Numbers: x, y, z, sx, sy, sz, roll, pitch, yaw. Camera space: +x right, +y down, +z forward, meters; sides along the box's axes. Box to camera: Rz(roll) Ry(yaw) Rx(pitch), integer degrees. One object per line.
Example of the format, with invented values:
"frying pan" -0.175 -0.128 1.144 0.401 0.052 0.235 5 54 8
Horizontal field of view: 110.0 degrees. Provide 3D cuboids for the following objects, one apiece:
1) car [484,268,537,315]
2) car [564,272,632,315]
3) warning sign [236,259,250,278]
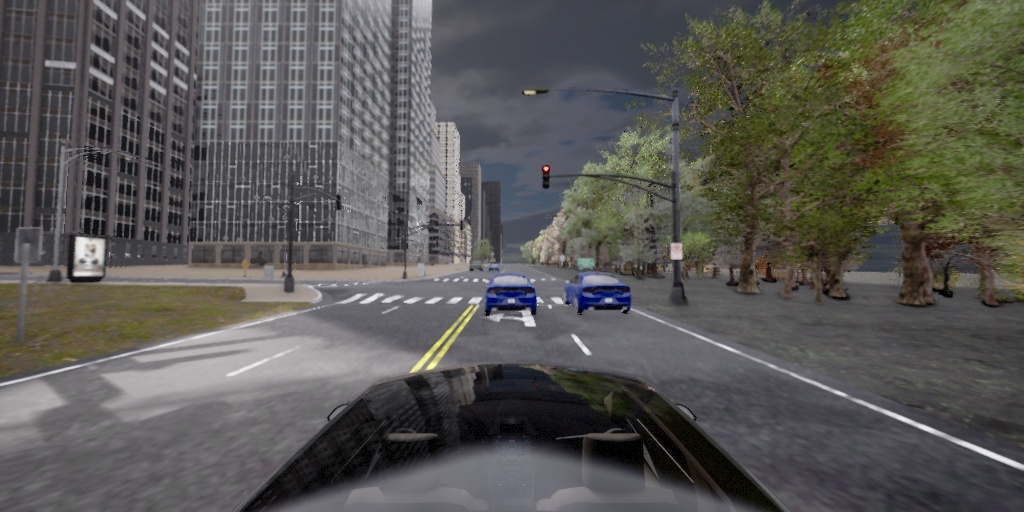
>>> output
"car" -0.098 1.403 14.598 1.882 1.535 5.008 0 -1 -2
"car" 3.293 1.395 14.598 1.882 1.535 5.008 -1 -1 0
"warning sign" -26.156 1.171 35.107 1.060 1.860 1.300 0 0 -4
